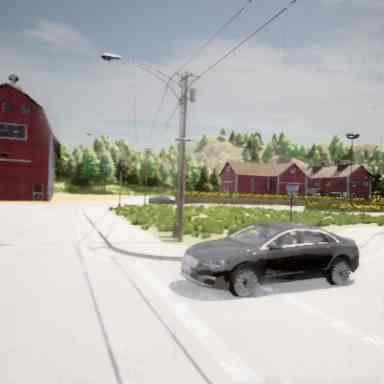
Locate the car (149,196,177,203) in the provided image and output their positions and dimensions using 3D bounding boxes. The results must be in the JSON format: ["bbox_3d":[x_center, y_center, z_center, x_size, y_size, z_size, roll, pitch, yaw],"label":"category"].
[{"bbox_3d":[-4.065,1.323,49.009,4.674,1.442,1.812,3,0,-27],"label":"car"}]

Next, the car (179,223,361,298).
[{"bbox_3d":[2.108,1.564,8.556,4.902,1.511,2.128,2,0,-25],"label":"car"}]
